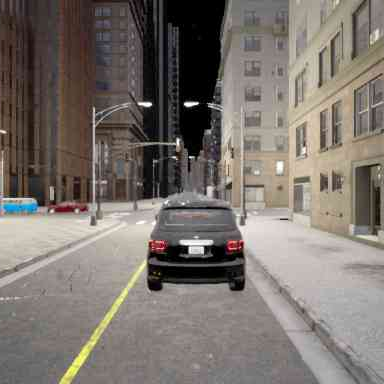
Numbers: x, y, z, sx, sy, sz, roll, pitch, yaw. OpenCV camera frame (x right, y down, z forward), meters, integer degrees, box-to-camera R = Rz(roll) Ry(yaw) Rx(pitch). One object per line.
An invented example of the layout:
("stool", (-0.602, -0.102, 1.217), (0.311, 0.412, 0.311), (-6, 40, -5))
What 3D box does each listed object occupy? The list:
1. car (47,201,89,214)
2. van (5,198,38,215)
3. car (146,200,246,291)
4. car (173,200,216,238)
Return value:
("car", (-13.964, 1.724, 37.467), (4.507, 1.381, 1.887), (-1, 0, 0))
("van", (-19.590, 1.589, 37.489), (3.998, 1.788, 1.690), (-1, 0, 0))
("car", (0.103, 1.223, 9.142), (2.150, 2.045, 5.566), (0, 0, 0))
("car", (0.103, 1.356, 18.591), (2.097, 1.767, 4.553), (0, 0, 0))
